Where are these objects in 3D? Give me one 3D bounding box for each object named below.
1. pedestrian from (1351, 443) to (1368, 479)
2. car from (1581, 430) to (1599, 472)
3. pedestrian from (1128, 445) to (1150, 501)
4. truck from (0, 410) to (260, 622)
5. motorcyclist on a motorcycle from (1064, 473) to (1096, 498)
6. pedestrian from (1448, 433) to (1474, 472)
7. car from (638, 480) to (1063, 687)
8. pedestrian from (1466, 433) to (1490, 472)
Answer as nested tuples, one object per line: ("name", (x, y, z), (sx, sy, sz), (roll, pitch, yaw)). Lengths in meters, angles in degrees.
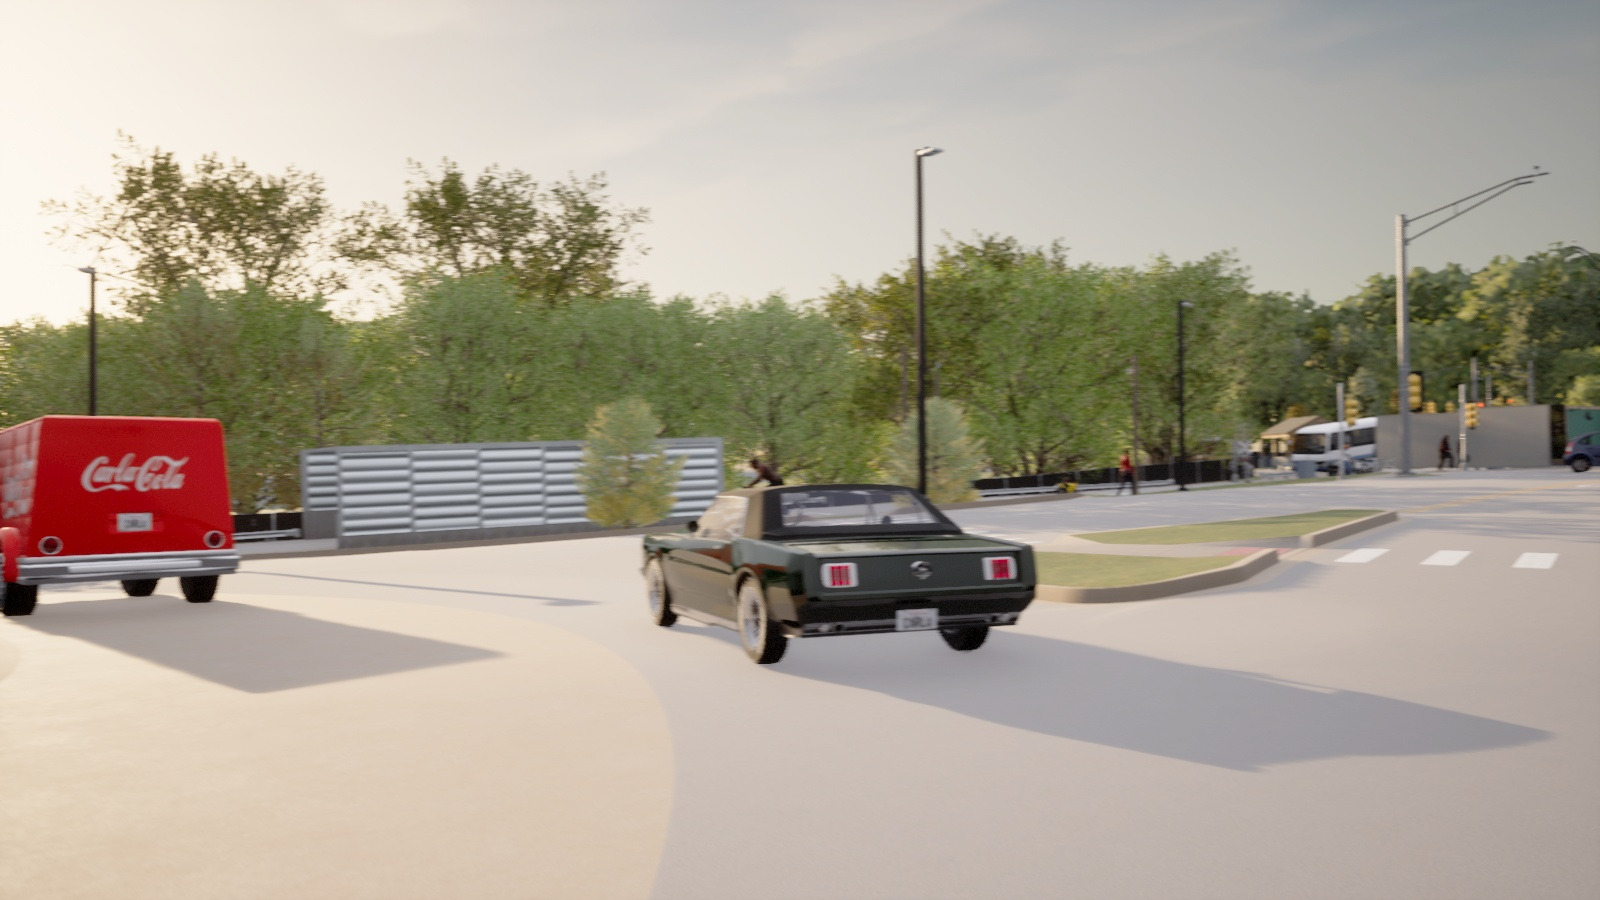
("pedestrian", (28.706, 0.544, 64.450), (0.354, 1.836, 0.706), (0, -1, -41))
("car", (32.454, 0.032, 48.356), (3.988, 1.617, 1.851), (-1, -1, 33))
("pedestrian", (11.267, 0.751, 41.719), (0.636, 1.846, 0.331), (0, -1, -25))
("truck", (-9.698, 0.906, 17.476), (2.627, 2.467, 5.204), (1, -3, -40))
("motorcyclist on a motorcycle", (18.218, 2.328, 81.823), (2.044, 1.523, 0.797), (-2, 1, -33))
("pedestrian", (31.761, 0.110, 60.328), (0.634, 1.844, 0.899), (0, -1, -33))
("car", (0.101, 0.941, 10.568), (1.895, 1.301, 4.718), (0, -2, -20))
("pedestrian", (32.916, 0.113, 60.988), (0.563, 1.883, 0.849), (0, -1, -37))
